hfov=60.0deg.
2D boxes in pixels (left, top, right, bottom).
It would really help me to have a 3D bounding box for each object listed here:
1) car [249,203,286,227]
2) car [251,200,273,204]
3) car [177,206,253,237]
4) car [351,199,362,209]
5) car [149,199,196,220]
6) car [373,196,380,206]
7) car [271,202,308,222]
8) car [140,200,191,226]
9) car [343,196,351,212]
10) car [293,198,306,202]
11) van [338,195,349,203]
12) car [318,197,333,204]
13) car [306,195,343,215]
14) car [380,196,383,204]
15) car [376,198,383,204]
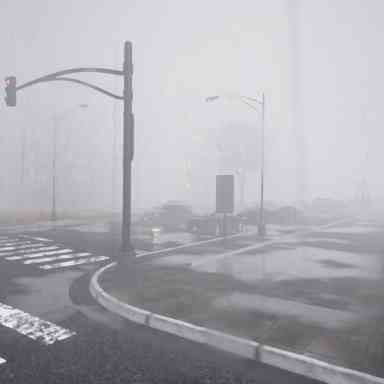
[{"bbox_3d":[4.681,1.737,23.505,1.947,1.339,4.313,1,0,36],"label":"car"},{"bbox_3d":[8.140,1.649,38.176,1.837,1.490,4.892,1,1,37],"label":"car"},{"bbox_3d":[1.435,1.696,19.088,2.008,1.369,4.403,1,0,36],"label":"car"},{"bbox_3d":[24.930,1.773,51.273,1.967,1.590,4.097,1,0,36],"label":"car"},{"bbox_3d":[-1.650,1.481,29.474,1.967,1.590,4.097,1,0,36],"label":"car"},{"bbox_3d":[34.892,1.940,64.829,1.752,1.417,4.829,1,0,36],"label":"car"},{"bbox_3d":[7.926,1.779,27.921,1.802,1.307,4.206,1,0,36],"label":"car"},{"bbox_3d":[-1.801,1.590,24.674,1.812,1.442,4.674,1,0,36],"label":"car"},{"bbox_3d":[18.398,1.720,42.298,1.967,1.590,4.097,1,0,36],"label":"car"},{"bbox_3d":[18.075,1.727,56.097,1.752,1.417,4.829,1,0,36],"label":"car"},{"bbox_3d":[37.902,1.706,83.072,1.690,1.788,3.998,1,0,36],"label":"van"},{"bbox_3d":[28.038,1.849,69.653,1.947,1.339,4.313,1,0,36],"label":"car"},{"bbox_3d":[15.138,1.569,37.805,2.192,1.841,5.009,1,0,36],"label":"car"},{"bbox_3d":[41.369,1.784,73.637,2.192,1.841,5.009,1,0,36],"label":"car"},{"bbox_3d":[44.653,2.047,78.111,2.008,1.369,4.403,1,0,36],"label":"car"}]
